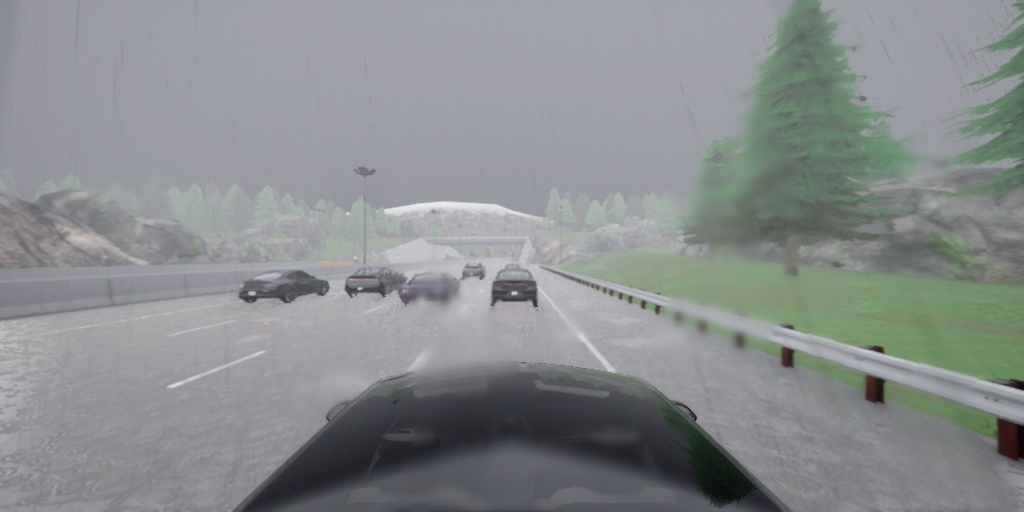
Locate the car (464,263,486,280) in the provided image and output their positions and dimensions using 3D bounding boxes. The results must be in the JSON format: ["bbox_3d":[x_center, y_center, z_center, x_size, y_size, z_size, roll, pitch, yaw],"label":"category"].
[{"bbox_3d":[-3.414,1.331,32.800,2.128,1.511,4.902,0,0,0],"label":"car"}]

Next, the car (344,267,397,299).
[{"bbox_3d":[-6.907,1.297,18.713,2.128,1.511,4.902,0,0,0],"label":"car"}]

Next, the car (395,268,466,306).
[{"bbox_3d":[-3.403,1.394,15.932,1.895,1.301,4.718,0,0,0],"label":"car"}]

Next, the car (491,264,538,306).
[{"bbox_3d":[0.096,1.267,16.017,1.882,1.535,5.008,0,0,0],"label":"car"}]

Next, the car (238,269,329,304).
[{"bbox_3d":[-10.405,1.329,16.657,1.812,1.442,4.674,0,0,0],"label":"car"}]
